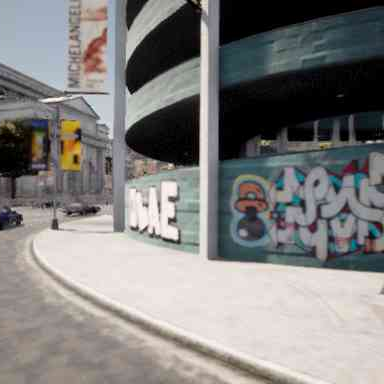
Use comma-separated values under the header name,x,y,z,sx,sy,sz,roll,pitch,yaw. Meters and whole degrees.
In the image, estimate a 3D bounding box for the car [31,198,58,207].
name,x,y,z,sx,sy,sz,roll,pitch,yaw
car,-20.536,1.573,46.857,1.837,1.490,4.892,0,-1,15

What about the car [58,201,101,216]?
name,x,y,z,sx,sy,sz,roll,pitch,yaw
car,-12.151,1.855,36.895,2.033,1.411,5.357,0,-1,13

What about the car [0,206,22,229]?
name,x,y,z,sx,sy,sz,roll,pitch,yaw
car,-13.185,1.678,22.622,1.812,1.442,4.674,0,-1,-9
